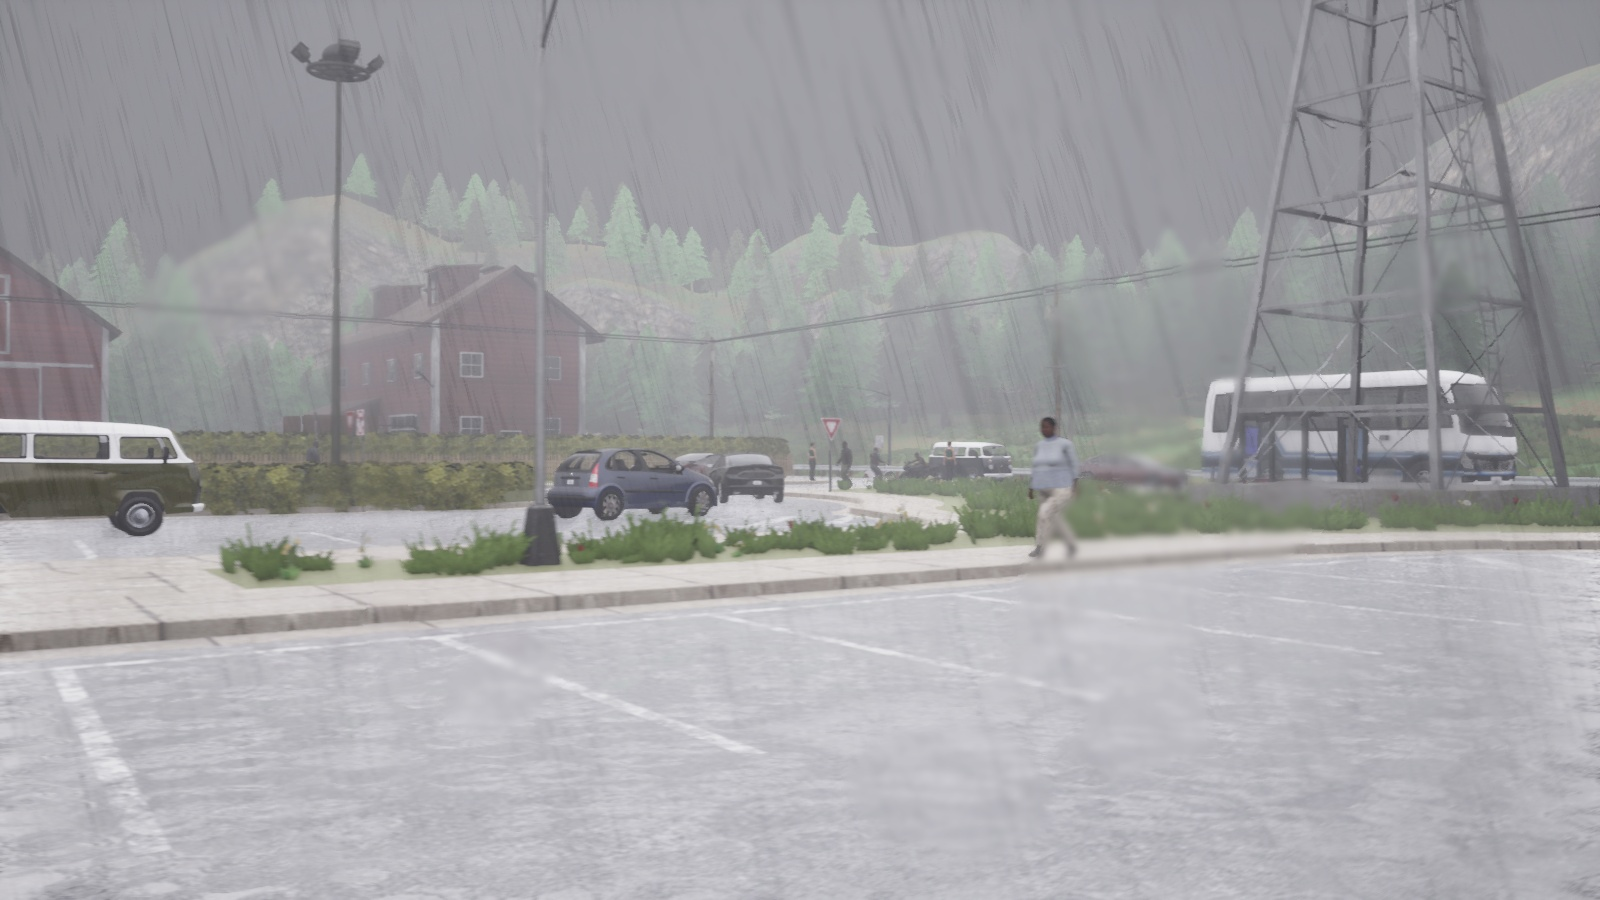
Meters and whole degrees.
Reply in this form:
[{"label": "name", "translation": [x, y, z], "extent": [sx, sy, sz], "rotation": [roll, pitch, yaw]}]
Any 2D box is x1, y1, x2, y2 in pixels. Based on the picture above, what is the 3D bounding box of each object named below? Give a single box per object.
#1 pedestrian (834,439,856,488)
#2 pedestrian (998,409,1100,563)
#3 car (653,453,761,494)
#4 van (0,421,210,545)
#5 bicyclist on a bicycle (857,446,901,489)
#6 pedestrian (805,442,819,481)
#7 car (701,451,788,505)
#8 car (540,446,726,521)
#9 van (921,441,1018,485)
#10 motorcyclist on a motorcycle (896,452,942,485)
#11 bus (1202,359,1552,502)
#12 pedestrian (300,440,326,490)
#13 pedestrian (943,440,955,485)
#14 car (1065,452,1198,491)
[{"label": "pedestrian", "translation": [1.711, 0.514, 47.752], "extent": [0.703, 1.840, 0.431], "rotation": [0, 0, -41]}, {"label": "pedestrian", "translation": [3.123, 0.432, 15.772], "extent": [0.900, 1.855, 0.874], "rotation": [0, 0, -35]}, {"label": "car", "translation": [-3.522, 0.871, 48.595], "extent": [2.163, 1.488, 4.792], "rotation": [0, 0, 24]}, {"label": "van", "translation": [-12.948, 0.547, 21.946], "extent": [4.480, 2.038, 2.069], "rotation": [0, 0, -34]}, {"label": "bicyclist on a bicycle", "translation": [3.393, 0.740, 53.870], "extent": [1.843, 1.776, 0.659], "rotation": [0, 0, -36]}, {"label": "pedestrian", "translation": [0.587, 0.547, 60.336], "extent": [0.345, 1.836, 0.594], "rotation": [0, 0, 43]}, {"label": "car", "translation": [-1.791, 0.821, 38.760], "extent": [1.882, 1.535, 5.008], "rotation": [0, 0, -12]}, {"label": "car", "translation": [-3.784, 0.721, 28.979], "extent": [1.851, 1.617, 3.988], "rotation": [0, 0, 43]}, {"label": "van", "translation": [7.978, 0.597, 59.373], "extent": [2.069, 2.038, 4.480], "rotation": [0, 0, -34]}, {"label": "motorcyclist on a motorcycle", "translation": [5.583, 0.860, 58.931], "extent": [2.044, 1.523, 0.797], "rotation": [0, 0, -12]}, {"label": "bus", "translation": [19.162, -0.567, 42.681], "extent": [3.944, 4.253, 10.273], "rotation": [0, 0, -34]}, {"label": "pedestrian", "translation": [-18.557, 0.557, 47.856], "extent": [0.849, 1.883, 0.563], "rotation": [0, 0, -33]}, {"label": "pedestrian", "translation": [6.158, 0.514, 51.786], "extent": [0.345, 1.836, 0.594], "rotation": [0, 0, 22]}, {"label": "car", "translation": [13.431, 0.841, 51.115], "extent": [2.163, 1.488, 4.792], "rotation": [0, 0, -44]}]
